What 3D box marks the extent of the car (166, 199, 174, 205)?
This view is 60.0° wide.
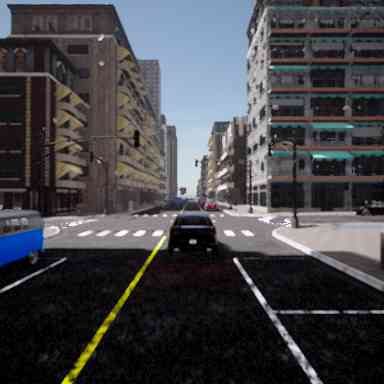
[{"bbox_3d":[-5.617,2.489,86.154,1.887,1.381,4.507,0,-1,0],"label":"car"}]

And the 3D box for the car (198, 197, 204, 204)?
[{"bbox_3d":[2.750,2.338,69.545,1.802,1.307,4.206,0,-1,0],"label":"car"}]

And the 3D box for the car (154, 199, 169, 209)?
[{"bbox_3d":[-5.641,2.186,58.484,2.008,1.369,4.403,0,-1,0],"label":"car"}]

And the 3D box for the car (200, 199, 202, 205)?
[{"bbox_3d":[2.736,2.124,52.943,2.008,1.369,4.403,0,-1,0],"label":"car"}]

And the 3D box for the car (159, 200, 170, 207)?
[{"bbox_3d":[-5.631,2.323,69.553,1.947,1.339,4.313,0,-1,0],"label":"car"}]

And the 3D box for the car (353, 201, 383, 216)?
[{"bbox_3d":[18.285,1.615,32.952,4.313,1.339,1.947,-1,0,0],"label":"car"}]

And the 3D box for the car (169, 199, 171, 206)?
[{"bbox_3d":[-5.635,2.278,64.018,1.802,1.307,4.206,0,-1,0],"label":"car"}]

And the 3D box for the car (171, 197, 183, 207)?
[{"bbox_3d":[-2.946,1.957,67.457,2.150,2.045,5.566,0,-1,0],"label":"car"}]

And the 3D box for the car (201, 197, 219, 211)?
[{"bbox_3d":[2.732,1.953,47.410,1.967,1.590,4.097,0,-1,0],"label":"car"}]

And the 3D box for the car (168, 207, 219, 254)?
[{"bbox_3d":[0.033,1.631,14.206,1.882,1.535,5.008,0,0,0],"label":"car"}]

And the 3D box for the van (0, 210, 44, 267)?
[{"bbox_3d":[-5.792,1.445,9.525,1.690,1.788,3.998,0,-1,0],"label":"van"}]

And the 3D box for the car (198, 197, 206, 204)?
[{"bbox_3d":[2.769,2.322,91.683,2.192,1.841,5.009,0,-1,0],"label":"car"}]
